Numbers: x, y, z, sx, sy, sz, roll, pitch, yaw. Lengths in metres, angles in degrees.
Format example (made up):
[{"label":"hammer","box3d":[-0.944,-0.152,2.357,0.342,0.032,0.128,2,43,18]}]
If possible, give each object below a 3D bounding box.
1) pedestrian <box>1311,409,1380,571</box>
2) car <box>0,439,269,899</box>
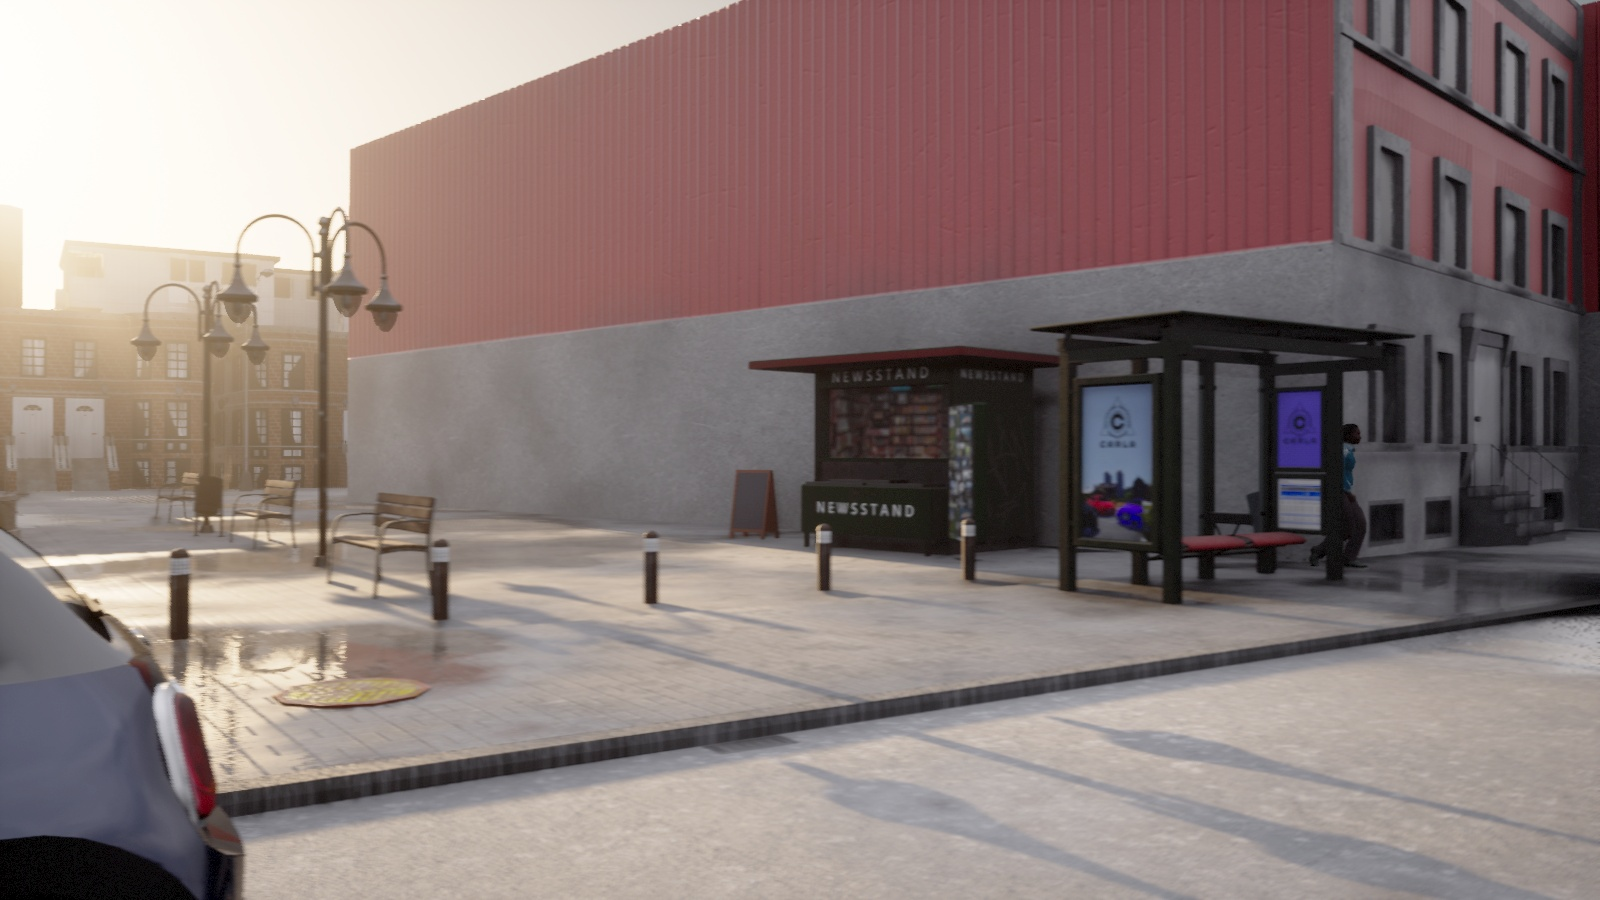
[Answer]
[{"label":"pedestrian","box3d":[6.639,0.478,15.289,0.692,1.930,0.396,0,0,37]},{"label":"car","box3d":[-3.126,0.722,2.091,3.806,1.475,1.970,0,0,-35]}]
